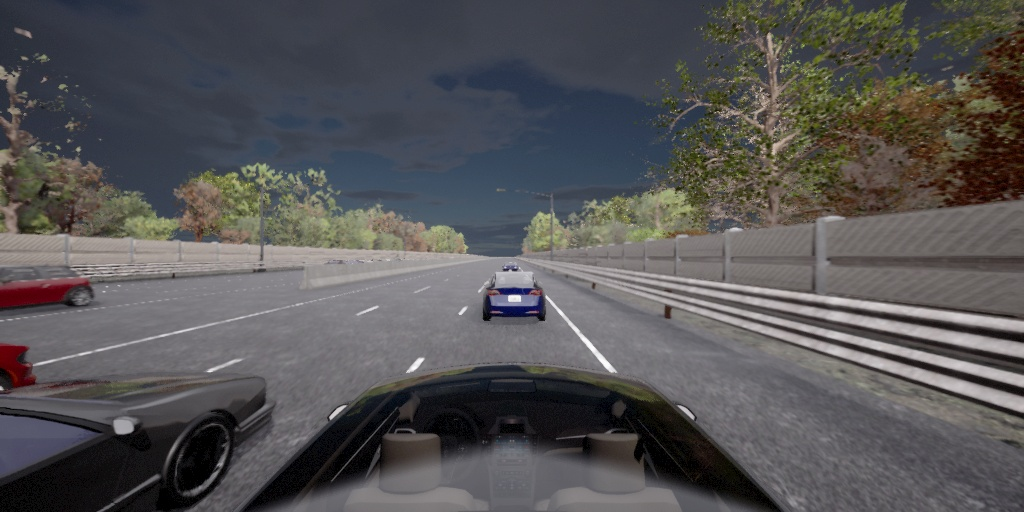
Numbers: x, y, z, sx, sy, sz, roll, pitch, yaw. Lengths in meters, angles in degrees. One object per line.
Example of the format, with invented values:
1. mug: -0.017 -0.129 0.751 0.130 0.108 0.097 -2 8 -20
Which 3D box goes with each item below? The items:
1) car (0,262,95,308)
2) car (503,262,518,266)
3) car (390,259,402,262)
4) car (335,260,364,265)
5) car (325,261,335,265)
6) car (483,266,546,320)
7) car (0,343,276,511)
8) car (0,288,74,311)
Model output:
1. car: -17.612 1.107 12.211 2.097 1.767 4.553 0 0 0
2. car: -0.181 1.359 43.425 1.895 1.301 4.718 0 0 -1
3. car: -17.936 1.266 55.012 1.837 1.490 4.892 0 0 0
4. car: -21.402 1.309 48.614 2.033 1.411 5.357 0 0 0
5. car: -24.911 1.325 50.809 1.994 1.385 4.181 0 0 0
6. car: 0.065 1.256 12.552 2.163 1.488 4.792 0 0 0
7. car: -3.401 1.298 1.274 2.033 1.411 5.357 0 0 0
8. car: -6.906 1.229 2.349 1.882 1.535 5.008 0 0 0
